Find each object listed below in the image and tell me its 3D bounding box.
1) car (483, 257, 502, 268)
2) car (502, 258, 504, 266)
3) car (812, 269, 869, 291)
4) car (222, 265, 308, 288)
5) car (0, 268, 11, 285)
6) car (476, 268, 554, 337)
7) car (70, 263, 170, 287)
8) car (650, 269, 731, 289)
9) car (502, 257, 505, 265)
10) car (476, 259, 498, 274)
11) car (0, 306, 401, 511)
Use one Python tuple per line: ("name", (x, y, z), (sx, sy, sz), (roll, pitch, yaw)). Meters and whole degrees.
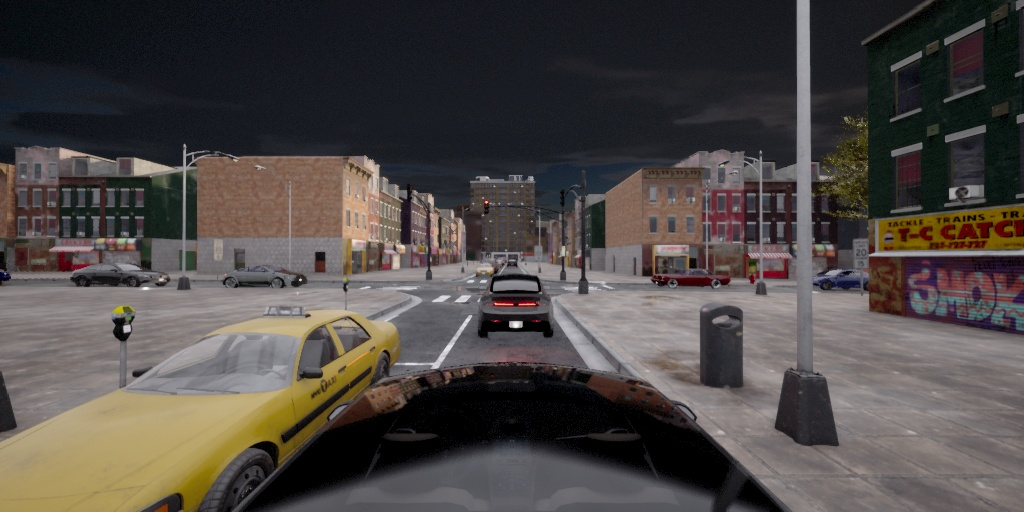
("car", (-2.664, 1.100, 41.489), (2.192, 1.841, 5.009), (0, 0, 0))
("car", (-2.671, 1.357, 52.378), (2.007, 1.370, 4.403), (0, 0, 0))
("car", (22.130, 1.591, 24.323), (4.674, 1.442, 1.812), (1, 0, 0))
("car", (-14.491, 1.219, 21.172), (4.181, 1.385, 1.994), (0, 0, 0))
("car", (-32.909, 1.143, 21.069), (4.718, 1.301, 1.895), (0, 0, 0))
("car", (0.090, 1.257, 10.301), (1.837, 1.490, 4.892), (0, 0, 0))
("car", (-23.012, 1.120, 21.126), (4.674, 1.442, 1.812), (0, 0, 0))
("car", (11.967, 1.513, 24.283), (4.718, 1.301, 1.895), (1, 0, -3))
("car", (-2.678, 1.358, 63.095), (1.751, 1.417, 4.829), (0, 0, 0))
("car", (-2.660, 1.302, 35.877), (1.751, 1.417, 4.829), (0, 0, 0))
("car", (-2.639, 1.275, 3.920), (1.751, 1.417, 4.829), (0, 0, 0))
